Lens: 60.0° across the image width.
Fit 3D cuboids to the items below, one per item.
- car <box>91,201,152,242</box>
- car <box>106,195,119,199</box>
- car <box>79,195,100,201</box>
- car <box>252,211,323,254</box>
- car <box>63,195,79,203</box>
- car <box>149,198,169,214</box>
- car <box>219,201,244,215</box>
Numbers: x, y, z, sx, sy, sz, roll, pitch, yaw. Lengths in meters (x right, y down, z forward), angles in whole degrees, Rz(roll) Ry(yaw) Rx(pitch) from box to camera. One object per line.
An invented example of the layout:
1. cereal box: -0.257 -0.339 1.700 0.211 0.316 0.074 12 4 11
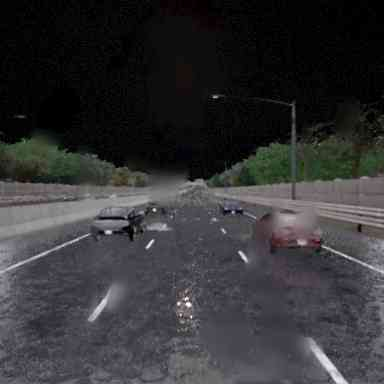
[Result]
1. car: -3.402 1.414 15.973 2.128 1.511 4.902 0 0 0
2. car: -14.044 1.279 59.051 1.812 1.442 4.674 0 0 1
3. car: -17.539 1.249 58.613 2.128 1.511 4.902 0 0 1
4. car: 3.599 1.461 13.139 1.812 1.442 4.674 0 0 0
5. car: -21.025 1.302 59.017 2.033 1.411 5.357 0 0 1
6. car: -3.403 1.352 32.601 1.837 1.490 4.892 0 0 0
7. car: 3.597 1.454 31.215 1.895 1.301 4.718 0 0 0
